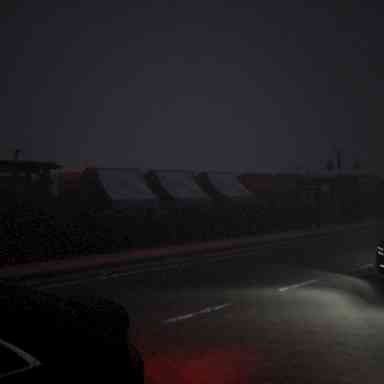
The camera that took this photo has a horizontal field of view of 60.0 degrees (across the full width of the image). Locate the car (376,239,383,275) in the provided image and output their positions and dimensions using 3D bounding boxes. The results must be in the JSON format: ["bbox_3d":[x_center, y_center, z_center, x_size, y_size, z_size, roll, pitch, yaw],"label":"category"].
[{"bbox_3d":[6.865,1.382,8.937,5.008,1.535,1.882,-1,0,-36],"label":"car"}]

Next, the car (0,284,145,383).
[{"bbox_3d":[-2.684,1.524,2.063,4.892,1.490,1.837,0,0,-36],"label":"car"}]
